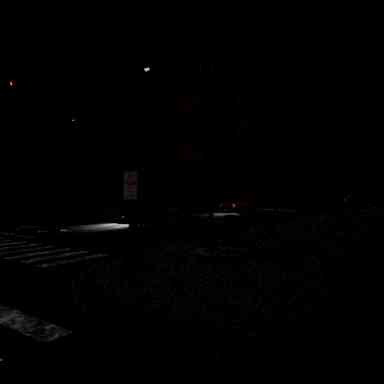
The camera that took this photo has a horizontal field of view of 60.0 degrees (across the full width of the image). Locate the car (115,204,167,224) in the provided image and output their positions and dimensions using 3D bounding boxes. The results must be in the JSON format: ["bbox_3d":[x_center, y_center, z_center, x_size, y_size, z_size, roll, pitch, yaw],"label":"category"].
[{"bbox_3d":[-3.757,1.589,25.214,1.994,1.385,4.181,0,0,35],"label":"car"}]

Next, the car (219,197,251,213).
[{"bbox_3d":[4.892,1.407,37.410,2.097,1.767,4.553,0,0,35],"label":"car"}]

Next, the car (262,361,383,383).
[{"bbox_3d":[2.178,1.551,1.289,4.403,1.369,2.008,0,0,36],"label":"car"}]

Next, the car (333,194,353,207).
[{"bbox_3d":[24.063,1.347,52.899,2.150,2.045,5.566,0,0,35],"label":"car"}]

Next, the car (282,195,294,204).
[{"bbox_3d":[14.078,1.248,50.221,1.837,1.490,4.892,0,0,35],"label":"car"}]
